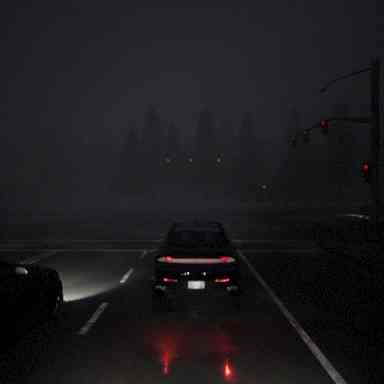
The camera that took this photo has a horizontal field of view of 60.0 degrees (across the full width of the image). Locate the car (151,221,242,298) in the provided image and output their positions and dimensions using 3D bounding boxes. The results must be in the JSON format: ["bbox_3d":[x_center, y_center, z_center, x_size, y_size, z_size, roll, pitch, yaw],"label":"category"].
[{"bbox_3d":[0.140,1.492,8.544,2.128,1.511,4.902,0,0,1],"label":"car"}]

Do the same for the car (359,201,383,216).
[{"bbox_3d":[18.703,1.492,31.193,5.357,1.411,2.033,0,0,0],"label":"car"}]

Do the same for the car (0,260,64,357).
[{"bbox_3d":[-3.403,1.564,4.585,1.994,1.385,4.181,0,0,0],"label":"car"}]
